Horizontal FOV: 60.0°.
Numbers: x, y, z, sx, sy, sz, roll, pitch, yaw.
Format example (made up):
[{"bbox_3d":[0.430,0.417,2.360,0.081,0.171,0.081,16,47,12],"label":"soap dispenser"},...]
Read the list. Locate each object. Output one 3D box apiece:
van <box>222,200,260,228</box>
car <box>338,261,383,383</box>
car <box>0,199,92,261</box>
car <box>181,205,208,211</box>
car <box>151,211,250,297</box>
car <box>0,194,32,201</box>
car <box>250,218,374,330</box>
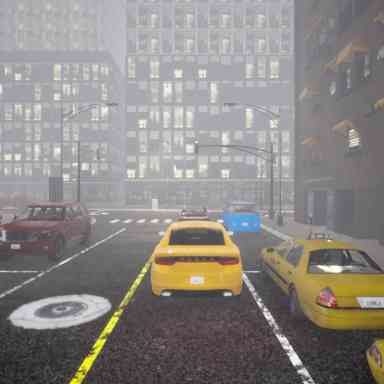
[{"bbox_3d":[2.597,1.346,18.122,1.690,1.788,3.998,0,0,0],"label":"van"},{"bbox_3d":[2.570,1.525,1.372,1.752,1.417,4.829,0,0,0],"label":"car"},{"bbox_3d":[-5.292,1.318,12.495,2.192,1.841,5.009,0,0,0],"label":"car"},{"bbox_3d":[0.133,1.497,19.095,2.128,1.511,4.902,0,0,0],"label":"car"},{"bbox_3d":[0.112,1.479,8.623,1.882,1.535,5.008,0,0,0],"label":"car"},{"bbox_3d":[-20.815,1.112,38.136,5.009,1.841,2.192,1,-1,0],"label":"car"},{"bbox_3d":[2.579,1.527,7.012,1.752,1.417,4.829,0,0,0],"label":"car"}]
